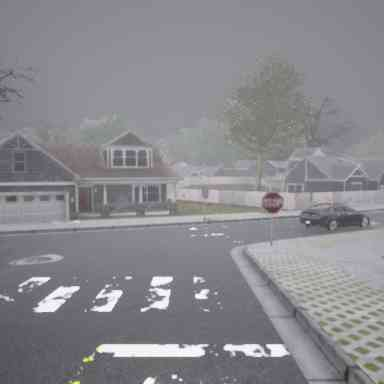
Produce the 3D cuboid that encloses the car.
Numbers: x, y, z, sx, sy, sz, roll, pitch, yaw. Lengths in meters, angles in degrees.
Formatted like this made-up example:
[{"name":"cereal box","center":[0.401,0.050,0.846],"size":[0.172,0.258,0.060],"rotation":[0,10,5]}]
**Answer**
[{"name":"car","center":[8.686,1.433,20.072],"size":[4.892,1.490,1.837],"rotation":[-1,4,-29]}]
